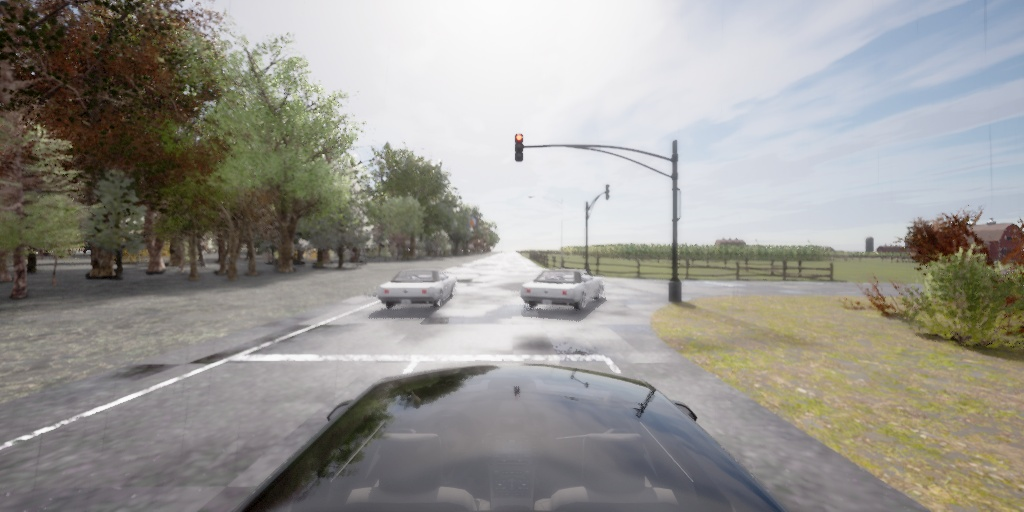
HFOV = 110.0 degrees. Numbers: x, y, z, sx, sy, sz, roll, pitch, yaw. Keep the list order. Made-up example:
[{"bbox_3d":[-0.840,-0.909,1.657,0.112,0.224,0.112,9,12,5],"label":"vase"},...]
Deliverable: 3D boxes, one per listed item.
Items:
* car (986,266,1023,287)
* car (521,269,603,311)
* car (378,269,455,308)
[{"bbox_3d":[33.390,1.356,23.367,4.181,1.385,1.994,1,0,0],"label":"car"},{"bbox_3d":[2.087,1.148,13.481,1.895,1.301,4.718,0,1,25],"label":"car"},{"bbox_3d":[-3.400,1.143,13.796,1.895,1.301,4.718,0,1,0],"label":"car"}]
